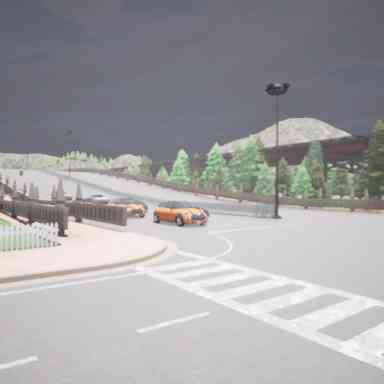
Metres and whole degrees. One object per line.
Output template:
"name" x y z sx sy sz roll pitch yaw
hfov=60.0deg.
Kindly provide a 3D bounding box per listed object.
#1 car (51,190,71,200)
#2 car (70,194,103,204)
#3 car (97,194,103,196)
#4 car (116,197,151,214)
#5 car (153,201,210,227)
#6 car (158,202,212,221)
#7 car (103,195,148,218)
"car" -18.293 0.506 46.897 1.895 1.301 4.718 0 5 -37
"car" -12.120 1.308 38.650 1.895 1.301 4.718 0 3 -37
"car" -12.690 0.950 45.231 1.895 1.301 4.718 0 4 -37
"car" -6.640 1.439 37.214 1.837 1.490 4.892 0 2 -37
"car" -0.892 1.435 23.871 2.097 1.767 4.553 0 0 -37
"car" -0.718 1.644 29.420 2.033 1.411 5.357 0 0 -37
"car" -6.104 1.404 30.720 2.097 1.767 4.553 0 0 -37
